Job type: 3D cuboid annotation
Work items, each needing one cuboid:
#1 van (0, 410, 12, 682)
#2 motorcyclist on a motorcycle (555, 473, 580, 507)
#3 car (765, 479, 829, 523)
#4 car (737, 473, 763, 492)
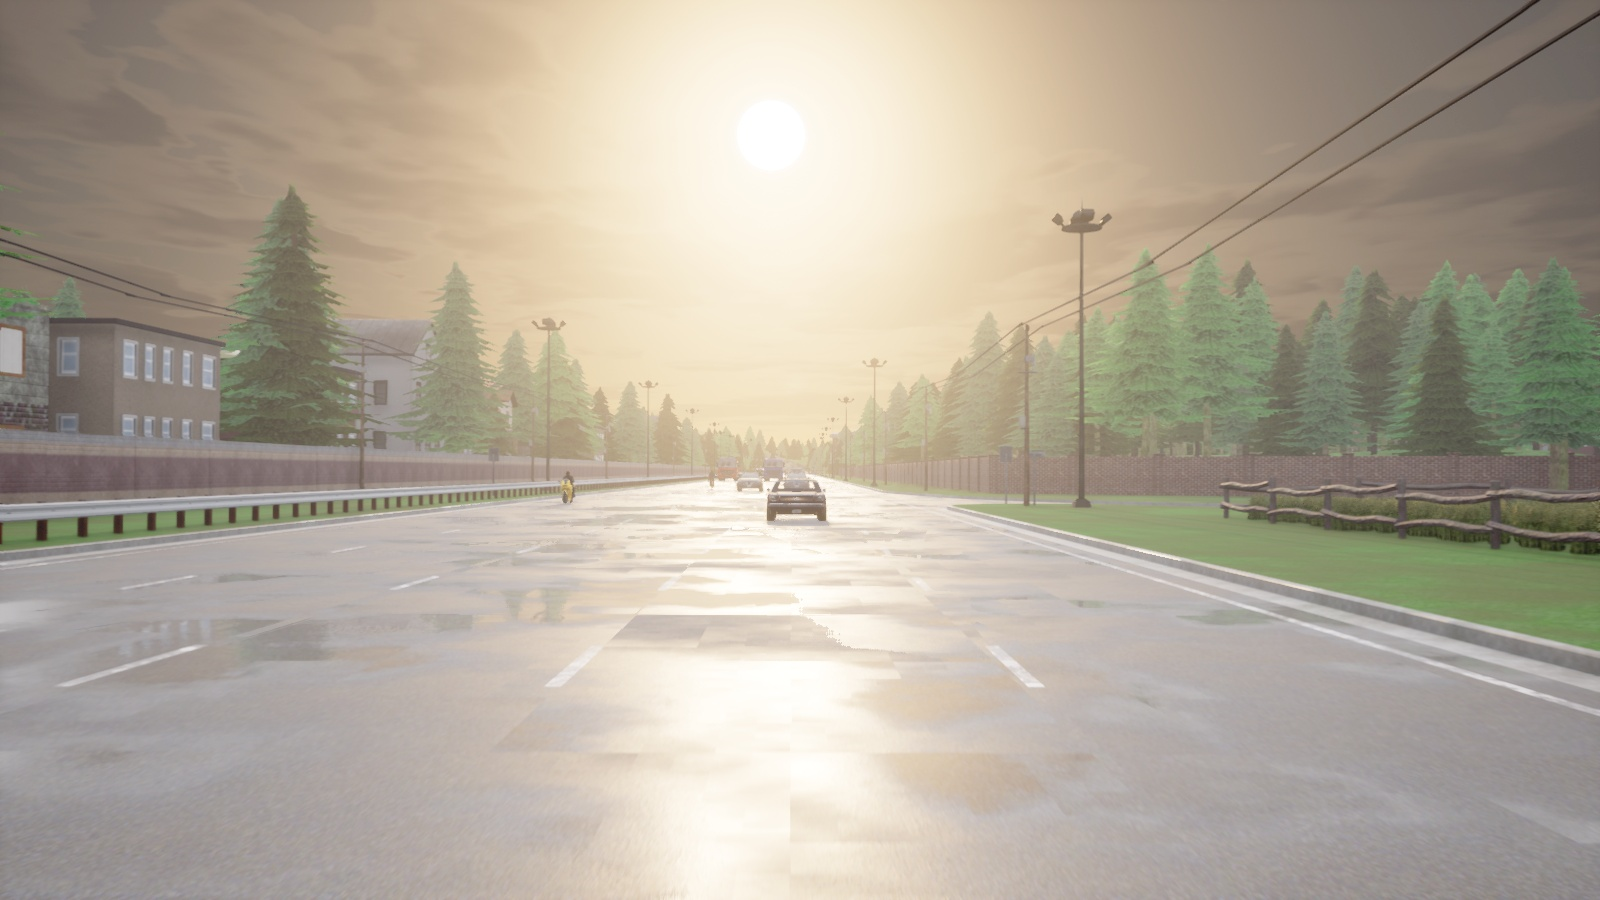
[{"bbox_3d":[-7.019,0.688,7.288,2.069,2.038,4.480,0,-1,0],"label":"van"},{"bbox_3d":[-10.638,1.803,57.558,0.797,1.523,2.044,0,-1,0],"label":"motorcyclist on a motorcycle"},{"bbox_3d":[-0.096,1.587,40.134,1.895,1.301,4.718,0,-1,0],"label":"car"},{"bbox_3d":[-3.728,2.442,94.761,1.812,1.442,4.674,0,-1,0],"label":"car"}]
